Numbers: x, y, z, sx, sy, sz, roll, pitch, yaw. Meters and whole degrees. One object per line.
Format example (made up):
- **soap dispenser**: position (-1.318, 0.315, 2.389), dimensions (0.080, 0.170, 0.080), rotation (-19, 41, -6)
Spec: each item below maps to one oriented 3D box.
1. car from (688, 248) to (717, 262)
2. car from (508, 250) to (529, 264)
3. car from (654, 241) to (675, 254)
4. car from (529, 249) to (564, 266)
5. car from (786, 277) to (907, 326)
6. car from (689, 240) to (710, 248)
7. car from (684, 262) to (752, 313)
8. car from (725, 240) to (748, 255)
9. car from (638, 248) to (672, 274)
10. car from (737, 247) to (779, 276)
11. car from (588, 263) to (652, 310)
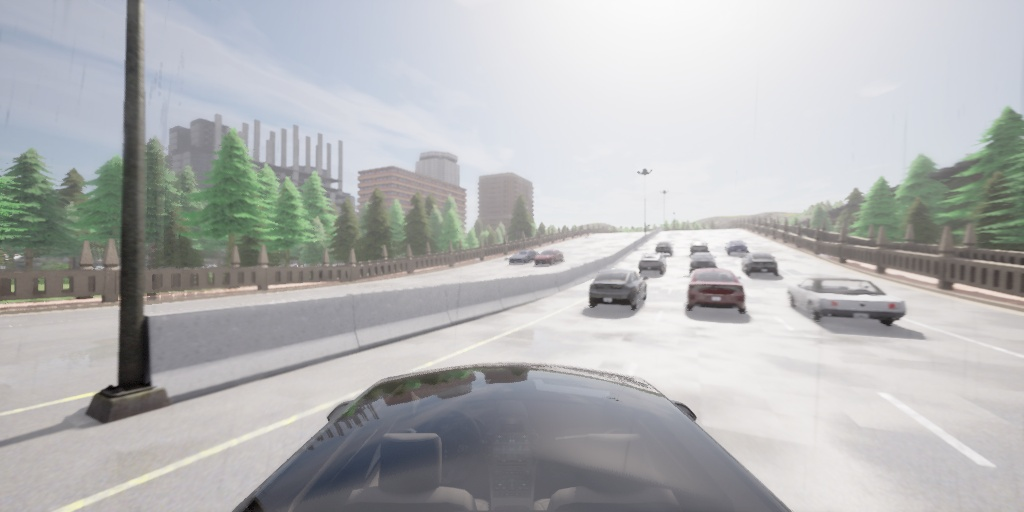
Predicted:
- **car**: position (14.520, 0.467, 27.341), dimensions (1.812, 1.442, 4.674), rotation (0, 5, 27)
- **car**: position (1.518, 0.006, 40.565), dimensions (2.033, 1.411, 5.357), rotation (0, 6, 27)
- **car**: position (17.340, -0.964, 40.849), dimensions (1.837, 1.490, 4.892), rotation (0, 7, 27)
- **car**: position (3.958, 0.075, 37.660), dimensions (1.882, 1.535, 5.008), rotation (0, 6, 27)
- **car**: position (10.779, 1.349, 12.026), dimensions (1.895, 1.301, 4.718), rotation (0, 1, 27)
- **car**: position (20.469, -1.000, 39.282), dimensions (2.128, 1.511, 4.902), rotation (0, 7, 27)
- **car**: position (8.081, 1.226, 14.436), dimensions (1.882, 1.535, 5.008), rotation (0, 2, 27)
- **car**: position (23.615, -0.992, 37.746), dimensions (1.812, 1.442, 4.674), rotation (0, 7, 27)
- **car**: position (11.208, 0.491, 28.557), dimensions (2.128, 1.511, 4.902), rotation (0, 5, 27)
- **car**: position (17.466, 0.462, 25.422), dimensions (1.837, 1.490, 4.892), rotation (0, 5, 27)
- **car**: position (4.606, 1.294, 15.326), dimensions (1.837, 1.490, 4.892), rotation (0, 2, 27)
